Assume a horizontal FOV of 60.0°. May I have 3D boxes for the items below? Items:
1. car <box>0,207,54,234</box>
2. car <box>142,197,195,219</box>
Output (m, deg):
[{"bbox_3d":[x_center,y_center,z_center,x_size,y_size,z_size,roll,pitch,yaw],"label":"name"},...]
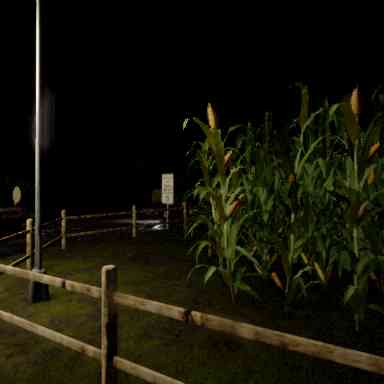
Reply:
[{"bbox_3d":[-9.355,1.446,16.084,1.895,1.301,4.718,0,1,42],"label":"car"},{"bbox_3d":[-1.704,1.166,25.421,1.837,1.490,4.892,0,1,39],"label":"car"}]
